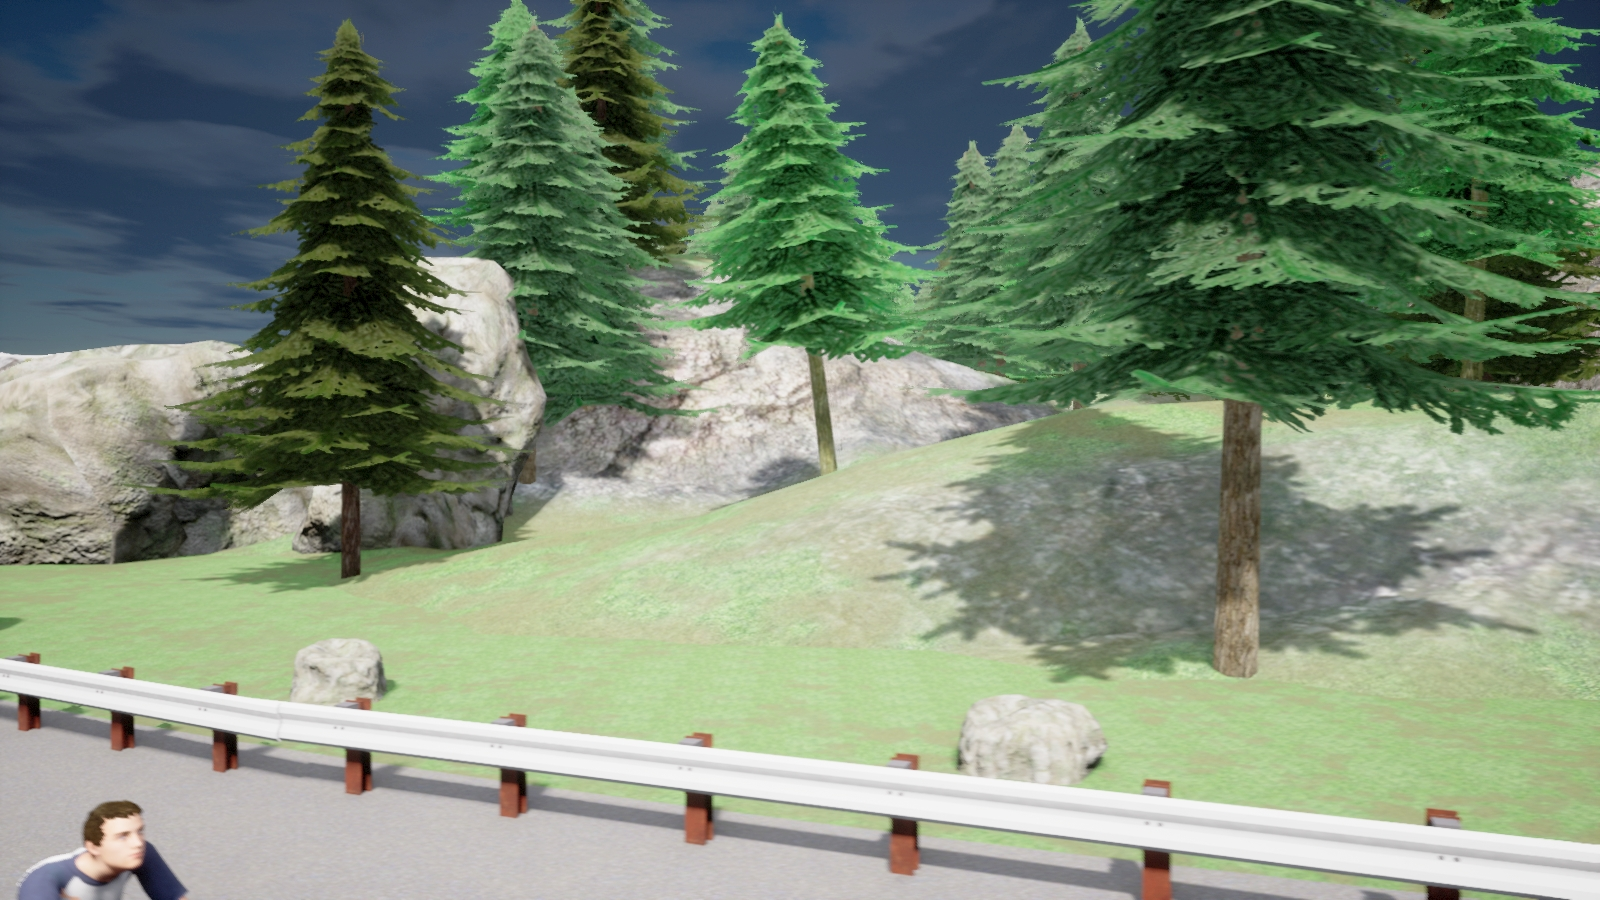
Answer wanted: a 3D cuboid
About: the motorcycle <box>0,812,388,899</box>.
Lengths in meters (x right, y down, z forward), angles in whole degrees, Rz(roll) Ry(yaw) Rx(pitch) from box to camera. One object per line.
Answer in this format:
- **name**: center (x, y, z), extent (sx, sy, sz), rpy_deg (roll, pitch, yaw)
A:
- **motorcycle**: center (-2.603, 2.188, 4.221), extent (2.033, 1.217, 0.803), rpy_deg (0, 0, 23)
